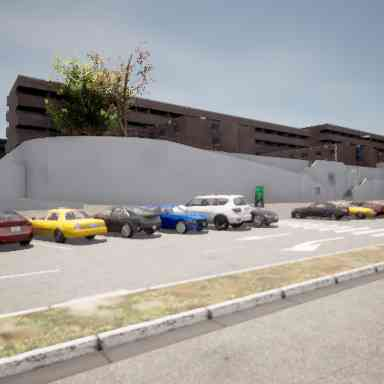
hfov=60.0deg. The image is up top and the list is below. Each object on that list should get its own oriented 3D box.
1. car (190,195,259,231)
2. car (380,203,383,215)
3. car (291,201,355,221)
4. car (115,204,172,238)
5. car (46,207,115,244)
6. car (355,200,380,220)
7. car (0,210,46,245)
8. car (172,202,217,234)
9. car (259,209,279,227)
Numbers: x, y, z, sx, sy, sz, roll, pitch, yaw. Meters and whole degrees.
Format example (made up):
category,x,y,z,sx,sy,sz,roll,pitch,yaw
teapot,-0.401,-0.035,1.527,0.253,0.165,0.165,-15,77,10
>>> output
category,x,y,z,sx,sy,sz,roll,pitch,yaw
car,0.999,1.251,21.070,5.566,2.045,2.435,-1,-1,35
car,15.575,1.620,31.450,4.792,1.488,2.163,-1,-1,35
car,10.744,1.591,27.971,4.674,1.452,2.002,-1,-1,35
car,-3.827,1.494,17.588,4.892,1.521,2.231,-1,-1,35
car,-6.414,1.489,15.967,5.366,1.575,1.946,-1,-1,35
car,13.325,1.564,29.602,5.366,1.575,1.946,-1,-1,35
car,-8.714,1.519,14.147,4.792,1.488,2.163,-1,-1,35
car,-1.403,1.497,19.331,5.008,1.535,2.097,-1,-1,35
car,3.454,1.513,22.795,4.892,1.521,2.231,-1,-1,34
